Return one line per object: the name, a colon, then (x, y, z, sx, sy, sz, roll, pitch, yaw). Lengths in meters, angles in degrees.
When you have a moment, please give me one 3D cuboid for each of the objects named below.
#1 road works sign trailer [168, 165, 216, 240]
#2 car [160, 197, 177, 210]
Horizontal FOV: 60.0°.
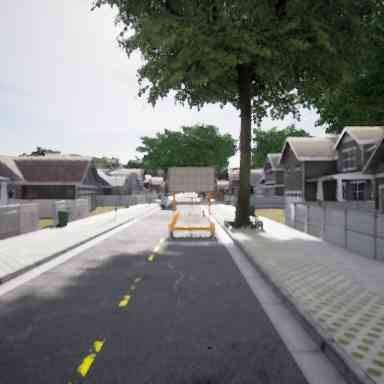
road works sign trailer: (-0.001, 0.430, 16.875, 2.380, 3.560, 2.880, 0, 0, 0)
car: (-2.857, 1.383, 41.205, 2.128, 1.511, 4.902, 0, 0, 0)
